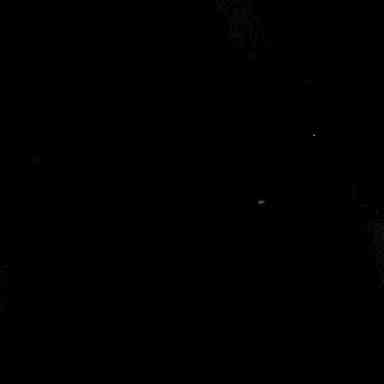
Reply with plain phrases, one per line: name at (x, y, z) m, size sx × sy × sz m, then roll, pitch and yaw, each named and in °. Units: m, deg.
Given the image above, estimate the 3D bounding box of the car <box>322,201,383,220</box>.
car at (13.256, 1.499, 27.463) m, size 1.882 × 1.535 × 5.008 m, roll 1°, pitch 0°, yaw -36°
